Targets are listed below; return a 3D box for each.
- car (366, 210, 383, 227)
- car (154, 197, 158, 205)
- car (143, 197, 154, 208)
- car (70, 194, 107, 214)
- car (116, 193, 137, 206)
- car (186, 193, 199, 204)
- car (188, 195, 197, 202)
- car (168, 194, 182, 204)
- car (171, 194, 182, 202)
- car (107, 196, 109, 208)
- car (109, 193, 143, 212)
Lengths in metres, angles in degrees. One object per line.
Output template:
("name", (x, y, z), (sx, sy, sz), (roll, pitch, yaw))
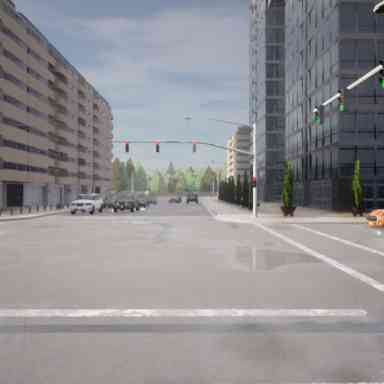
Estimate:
("car", (13.579, 1.401, 21.101), (4.553, 1.767, 2.097), (0, 0, 0))
("car", (-7.187, 1.547, 58.379), (1.994, 1.385, 4.181), (0, 0, 1))
("car", (-7.325, 1.534, 48.359), (2.033, 1.411, 5.357), (0, 0, 1))
("car", (-10.928, 1.211, 34.940), (2.150, 2.045, 5.566), (0, 0, -1))
("car", (-10.736, 1.206, 54.985), (2.150, 2.045, 5.566), (0, 0, 1))
("car", (0.062, 1.203, 63.825), (2.150, 2.045, 5.566), (0, 0, 1))
("car", (0.098, 1.479, 74.538), (1.837, 1.490, 4.892), (0, 0, 1))
("car", (-3.432, 1.507, 64.244), (1.812, 1.442, 4.674), (0, 0, 1))
("car", (-3.410, 1.334, 74.261), (2.097, 1.767, 4.553), (0, 0, 1))
("car", (-10.867, 1.339, 44.784), (2.097, 1.767, 4.553), (0, 0, 1))
("car", (-7.419, 1.211, 38.114), (2.150, 2.045, 5.566), (0, 0, 1))
